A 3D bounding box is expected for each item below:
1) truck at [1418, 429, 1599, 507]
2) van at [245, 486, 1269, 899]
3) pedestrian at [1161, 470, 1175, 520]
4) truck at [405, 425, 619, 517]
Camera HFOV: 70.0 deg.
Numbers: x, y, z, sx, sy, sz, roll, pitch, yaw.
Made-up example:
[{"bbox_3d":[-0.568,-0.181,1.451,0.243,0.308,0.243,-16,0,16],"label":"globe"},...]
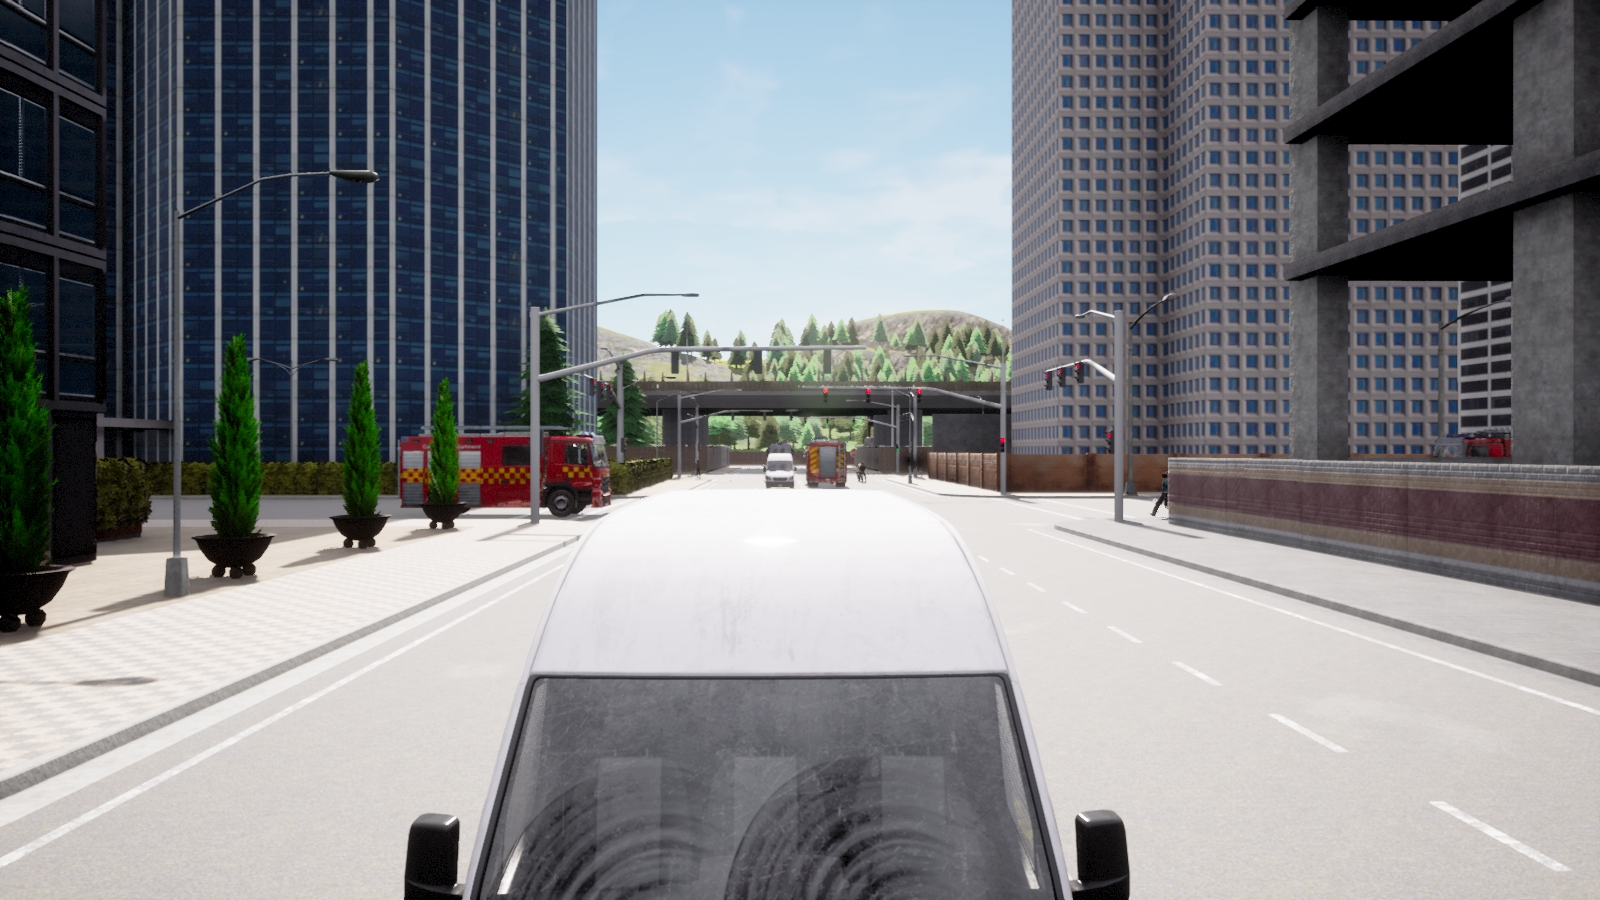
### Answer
[{"bbox_3d":[35.968,0.878,57.198,8.468,3.827,2.891,0,0,0],"label":"truck"},{"bbox_3d":[-0.126,1.533,5.177,1.988,2.561,5.915,0,0,-1],"label":"van"},{"bbox_3d":[13.930,1.687,43.222,0.375,1.860,0.375,0,0,-7],"label":"pedestrian"},{"bbox_3d":[-12.219,0.879,48.975,8.468,3.827,2.891,0,0,0],"label":"truck"}]
